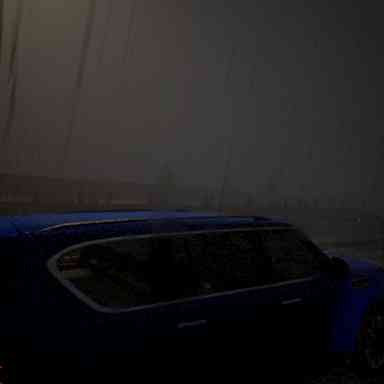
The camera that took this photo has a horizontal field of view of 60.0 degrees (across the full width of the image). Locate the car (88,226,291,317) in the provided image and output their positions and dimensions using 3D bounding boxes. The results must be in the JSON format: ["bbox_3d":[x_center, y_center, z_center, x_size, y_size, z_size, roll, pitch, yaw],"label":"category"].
[{"bbox_3d":[0.122,1.656,8.132,4.718,1.301,1.895,1,-1,-35],"label":"car"}]

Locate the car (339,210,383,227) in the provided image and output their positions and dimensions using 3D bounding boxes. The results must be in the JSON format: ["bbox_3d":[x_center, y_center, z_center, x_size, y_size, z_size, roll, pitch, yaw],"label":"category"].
[{"bbox_3d":[16.995,2.632,33.297,5.008,1.535,1.882,3,-2,-35],"label":"car"}]

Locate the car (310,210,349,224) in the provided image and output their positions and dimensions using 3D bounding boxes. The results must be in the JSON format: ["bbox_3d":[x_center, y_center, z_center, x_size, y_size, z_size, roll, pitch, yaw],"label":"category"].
[{"bbox_3d":[15.022,2.721,36.186,4.181,1.385,1.994,3,-2,-35],"label":"car"}]

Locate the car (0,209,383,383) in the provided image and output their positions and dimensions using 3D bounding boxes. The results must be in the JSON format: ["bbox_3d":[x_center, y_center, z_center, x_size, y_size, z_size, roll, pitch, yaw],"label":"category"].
[{"bbox_3d":[0.248,1.239,3.922,5.566,2.045,2.150,1,0,-35],"label":"car"}]
